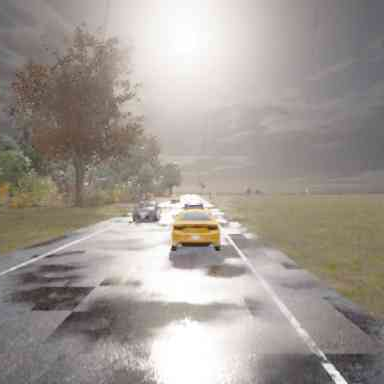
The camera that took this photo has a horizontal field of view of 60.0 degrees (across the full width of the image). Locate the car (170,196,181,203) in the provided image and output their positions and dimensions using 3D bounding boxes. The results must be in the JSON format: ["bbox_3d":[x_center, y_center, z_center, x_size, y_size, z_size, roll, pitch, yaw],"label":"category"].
[{"bbox_3d":[-3.316,1.475,67.392,1.882,1.535,5.008,0,0,0],"label":"car"}]

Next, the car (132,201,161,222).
[{"bbox_3d":[-3.526,1.487,26.465,2.128,1.511,4.902,0,0,0],"label":"car"}]

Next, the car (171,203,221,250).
[{"bbox_3d":[0.149,1.475,14.378,1.882,1.535,5.008,0,0,0],"label":"car"}]

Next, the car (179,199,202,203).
[{"bbox_3d":[0.179,1.489,31.511,2.128,1.511,4.902,0,0,0],"label":"car"}]
